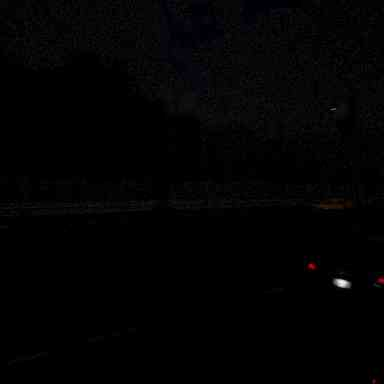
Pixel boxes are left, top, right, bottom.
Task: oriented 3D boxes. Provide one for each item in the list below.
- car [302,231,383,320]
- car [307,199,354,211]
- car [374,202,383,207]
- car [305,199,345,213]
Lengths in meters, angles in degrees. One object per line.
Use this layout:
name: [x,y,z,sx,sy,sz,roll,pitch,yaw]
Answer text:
car: [4.189,1.525,6.867,4.181,1.385,1.994,0,0,-36]
car: [12.859,1.387,30.471,5.008,1.535,1.882,0,0,-35]
car: [17.721,1.476,29.588,4.181,1.385,1.994,0,0,-35]
car: [14.256,1.473,35.703,4.181,1.385,1.994,0,0,-35]
